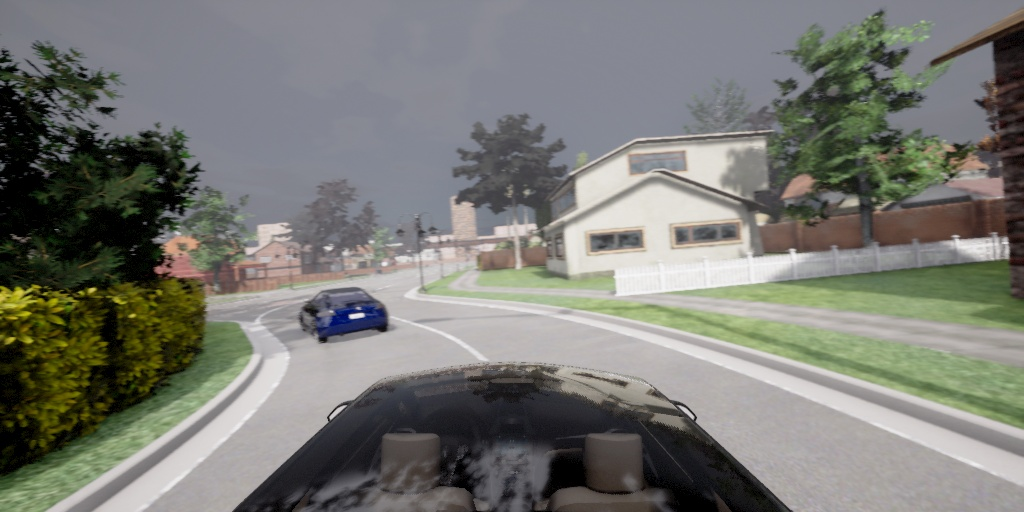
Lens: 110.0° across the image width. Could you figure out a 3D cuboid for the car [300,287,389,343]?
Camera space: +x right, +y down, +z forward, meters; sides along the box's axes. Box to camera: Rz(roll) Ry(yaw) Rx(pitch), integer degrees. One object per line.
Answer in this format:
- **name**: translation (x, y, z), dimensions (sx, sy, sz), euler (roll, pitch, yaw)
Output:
- **car**: translation (-5.491, 1.716, 11.523), dimensions (1.994, 1.385, 4.181), euler (-5, 0, -37)
